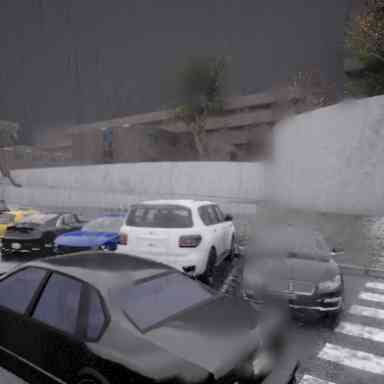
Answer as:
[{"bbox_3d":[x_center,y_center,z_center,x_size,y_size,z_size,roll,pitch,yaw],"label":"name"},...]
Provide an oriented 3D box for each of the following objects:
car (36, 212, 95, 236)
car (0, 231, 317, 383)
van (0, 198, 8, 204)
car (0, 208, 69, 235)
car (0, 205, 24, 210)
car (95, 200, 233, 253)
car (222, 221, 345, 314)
[{"bbox_3d":[-2.572,1.491,11.324,2.097,1.535,5.008,0,-1,16],"label":"car"},{"bbox_3d":[-1.425,1.545,4.393,5.357,1.411,2.033,0,0,36],"label":"car"},{"bbox_3d":[-12.317,1.287,18.137,1.878,1.987,4.442,0,-1,16],"label":"van"},{"bbox_3d":[-5.010,1.496,13.047,2.231,1.521,4.892,0,-1,15],"label":"car"},{"bbox_3d":[-7.386,1.499,14.963,1.946,1.575,5.366,0,-1,15],"label":"car"},{"bbox_3d":[-0.145,1.238,9.621,2.435,2.045,5.566,0,-1,15],"label":"car"},{"bbox_3d":[2.288,1.492,7.863,2.231,1.521,4.892,1,-1,15],"label":"car"}]
